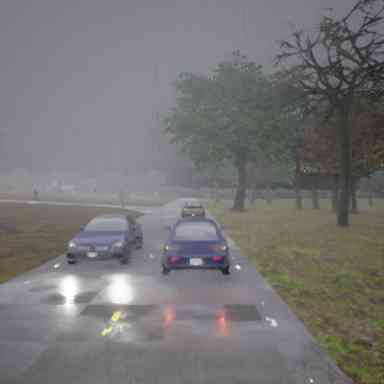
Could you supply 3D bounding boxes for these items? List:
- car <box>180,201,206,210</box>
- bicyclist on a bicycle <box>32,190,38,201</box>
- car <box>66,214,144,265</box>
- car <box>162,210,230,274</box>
[{"bbox_3d":[0.107,1.489,26.912,2.128,1.511,4.902,0,0,0],"label":"car"},{"bbox_3d":[-22.632,0.461,48.046,0.582,1.620,1.656,2,0,0],"label":"bicyclist on a bicycle"},{"bbox_3d":[-2.833,1.524,11.754,1.812,1.442,4.674,0,0,0],"label":"car"},{"bbox_3d":[0.105,1.524,10.419,1.812,1.442,4.674,0,0,0],"label":"car"}]
